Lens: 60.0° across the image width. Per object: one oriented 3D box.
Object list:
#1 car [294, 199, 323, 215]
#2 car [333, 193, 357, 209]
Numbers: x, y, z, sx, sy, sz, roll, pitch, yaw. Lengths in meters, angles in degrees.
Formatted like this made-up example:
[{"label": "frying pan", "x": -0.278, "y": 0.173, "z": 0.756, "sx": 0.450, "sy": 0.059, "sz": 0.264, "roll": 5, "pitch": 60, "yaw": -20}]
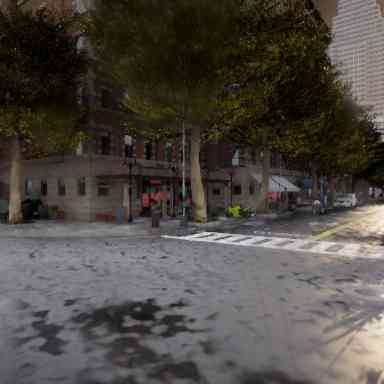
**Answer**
[{"label": "car", "x": 11.843, "y": 1.479, "z": 33.545, "sx": 2.231, "sy": 1.521, "sz": 4.892, "roll": 0, "pitch": 0, "yaw": 36}, {"label": "car", "x": 20.705, "y": 1.227, "z": 44.867, "sx": 2.435, "sy": 2.045, "sz": 5.566, "roll": 0, "pitch": 0, "yaw": 36}]
